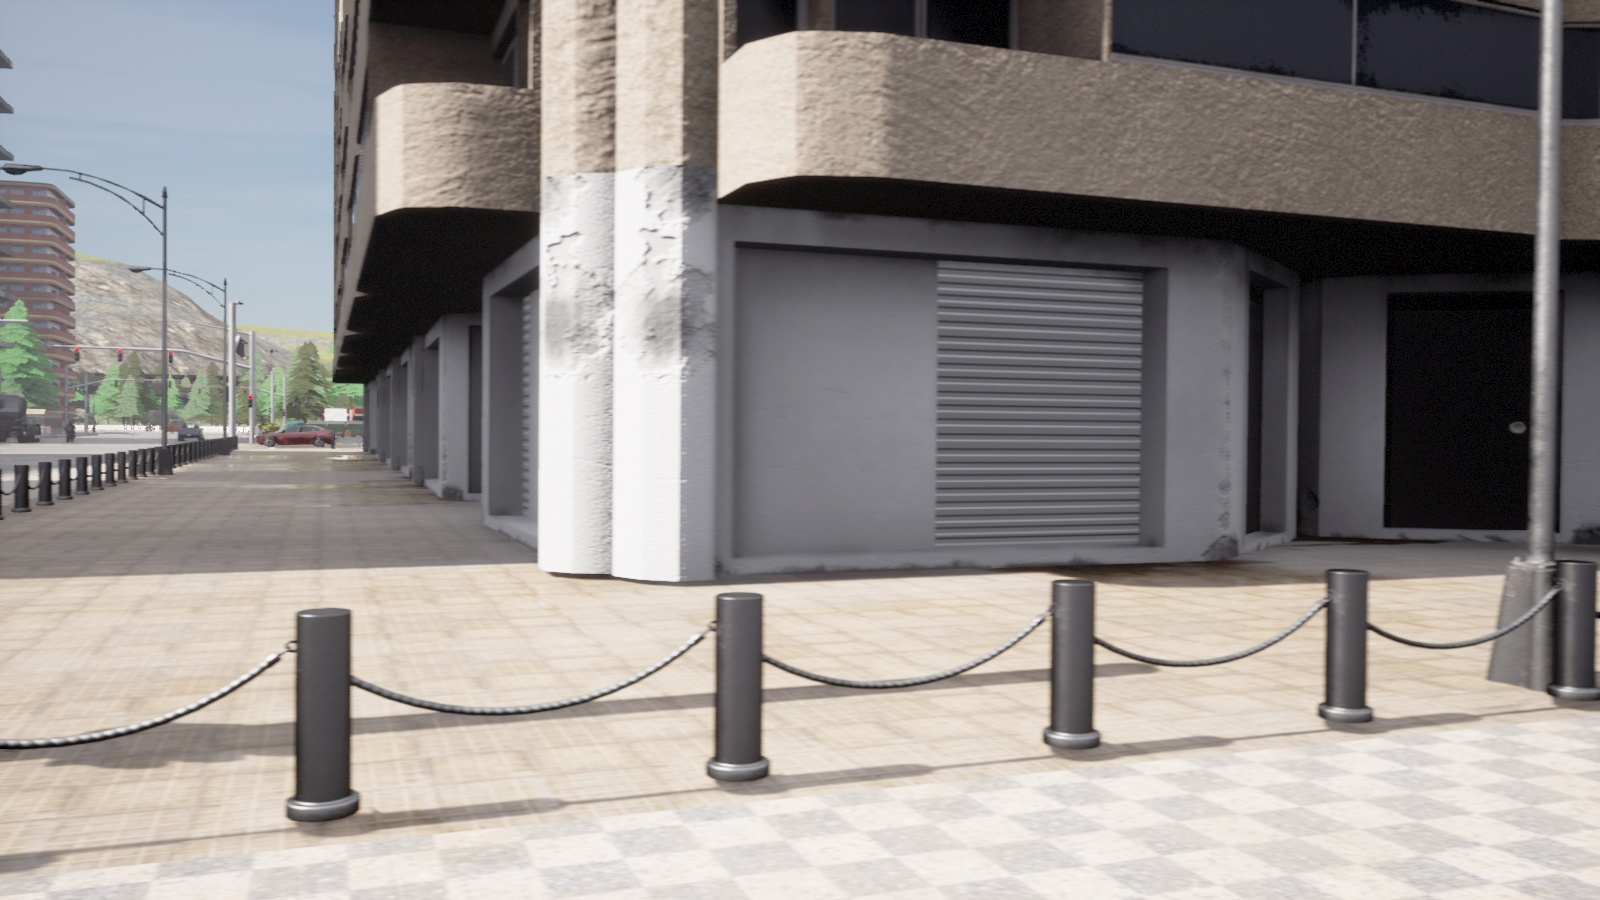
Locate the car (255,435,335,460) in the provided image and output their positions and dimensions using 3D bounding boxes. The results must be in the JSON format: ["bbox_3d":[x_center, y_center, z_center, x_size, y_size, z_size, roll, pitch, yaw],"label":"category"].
[{"bbox_3d":[-32.937,-0.181,82.080,4.792,1.488,2.163,-1,1,-20],"label":"car"}]
